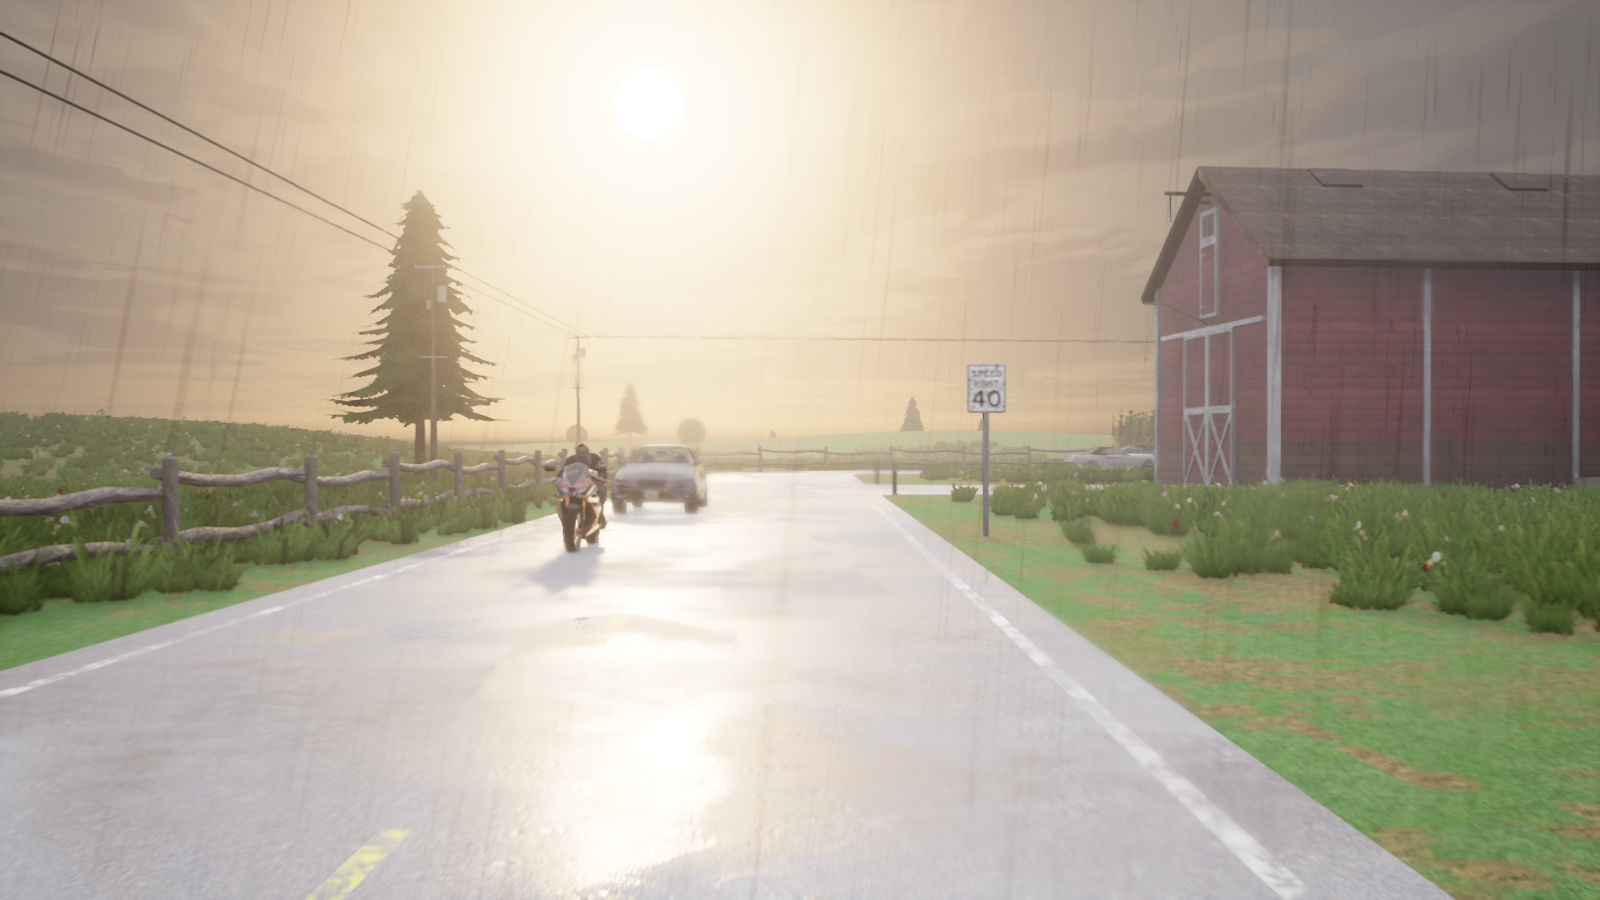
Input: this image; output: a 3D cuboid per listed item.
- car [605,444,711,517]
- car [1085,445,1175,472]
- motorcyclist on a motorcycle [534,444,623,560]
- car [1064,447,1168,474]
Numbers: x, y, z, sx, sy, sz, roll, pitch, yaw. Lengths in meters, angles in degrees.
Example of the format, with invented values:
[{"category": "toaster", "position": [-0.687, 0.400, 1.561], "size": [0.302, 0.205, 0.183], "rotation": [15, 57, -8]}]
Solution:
[{"category": "car", "position": [-3.029, 0.602, 27.560], "size": [1.816, 1.474, 4.193], "rotation": [0, 0, 0]}, {"category": "car", "position": [17.404, 0.450, 66.357], "size": [4.181, 1.385, 1.994], "rotation": [0, 0, -5]}, {"category": "motorcyclist on a motorcycle", "position": [-3.085, 0.679, 17.716], "size": [0.866, 1.530, 2.191], "rotation": [0, 0, 0]}, {"category": "car", "position": [15.835, 0.504, 62.998], "size": [4.718, 1.301, 1.895], "rotation": [0, 0, -5]}]
